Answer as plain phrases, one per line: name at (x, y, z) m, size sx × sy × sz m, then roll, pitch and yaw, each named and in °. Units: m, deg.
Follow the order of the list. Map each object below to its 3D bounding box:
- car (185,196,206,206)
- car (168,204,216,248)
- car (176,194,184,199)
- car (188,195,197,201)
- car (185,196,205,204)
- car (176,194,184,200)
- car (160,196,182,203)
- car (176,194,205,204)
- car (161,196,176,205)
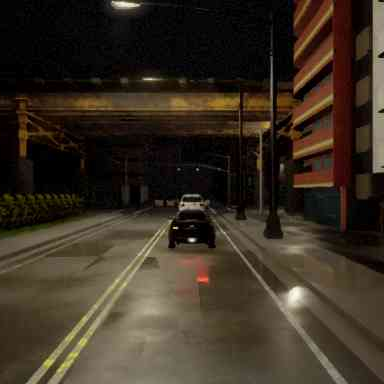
car at (0.514, 1.451, 57.241) m, size 2.038 × 1.542 × 4.974 m, roll 0°, pitch 0°, yaw -20°
car at (0.000, 1.515, 14.650) m, size 1.837 × 1.490 × 4.892 m, roll 0°, pitch 0°, yaw 0°
car at (-3.288, 1.294, 92.412) m, size 1.853 × 1.218 × 4.536 m, roll 0°, pitch 0°, yaw 0°
car at (0.144, 1.451, 83.838) m, size 2.038 × 1.542 × 4.974 m, roll 0°, pitch 0°, yaw 0°
car at (0.496, 1.293, 57.290) m, size 1.853 × 1.218 × 4.536 m, roll 0°, pitch 0°, yaw -20°
car at (-3.287, 1.451, 92.360) m, size 2.038 × 1.542 × 4.974 m, roll 0°, pitch 0°, yaw 0°
car at (-3.625, 1.293, 57.596) m, size 1.853 × 1.218 × 4.536 m, roll 0°, pitch 0°, yaw 25°
car at (0.000, 1.257, 29.680) m, size 2.150 × 2.045 × 5.566 m, roll 0°, pitch 0°, yaw 0°
car at (-3.646, 1.451, 57.549) m, size 2.038 × 1.542 × 4.974 m, roll 0°, pitch 0°, yaw 25°
